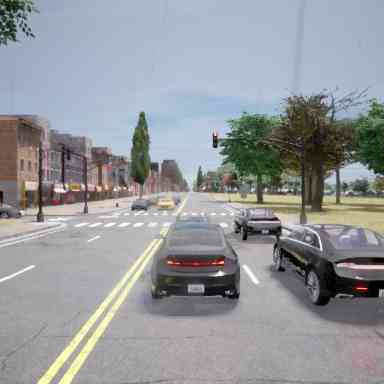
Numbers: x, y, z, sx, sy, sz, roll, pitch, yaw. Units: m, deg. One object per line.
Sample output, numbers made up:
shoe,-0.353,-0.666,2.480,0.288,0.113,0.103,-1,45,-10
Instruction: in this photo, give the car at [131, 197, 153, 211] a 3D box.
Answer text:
car,-6.609,1.676,43.124,1.994,1.385,4.181,0,0,0

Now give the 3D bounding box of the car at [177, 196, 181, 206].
car,-3.353,1.591,55.436,1.994,1.385,4.181,0,0,0

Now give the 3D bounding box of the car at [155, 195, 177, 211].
car,-3.357,1.588,43.704,1.882,1.535,5.008,0,0,1

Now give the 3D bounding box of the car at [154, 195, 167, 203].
car,-6.515,1.398,68.930,2.128,1.511,4.902,0,0,0

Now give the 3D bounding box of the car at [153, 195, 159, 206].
car,-6.603,1.582,54.410,2.033,1.411,5.357,0,1,0

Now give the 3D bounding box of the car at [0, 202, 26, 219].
car,-16.755,1.602,28.353,4.902,1.511,2.128,1,0,3

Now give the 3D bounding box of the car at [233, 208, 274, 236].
car,3.294,1.577,17.275,2.128,1.511,4.902,0,0,0

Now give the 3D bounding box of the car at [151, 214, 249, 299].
car,0.080,1.531,8.506,1.837,1.490,4.892,0,0,0

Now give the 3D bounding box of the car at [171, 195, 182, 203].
car,-3.265,1.449,69.361,2.033,1.411,5.357,0,1,0

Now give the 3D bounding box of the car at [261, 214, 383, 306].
car,3.328,1.515,8.065,2.128,1.511,4.902,0,0,0

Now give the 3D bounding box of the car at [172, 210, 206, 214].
car,0.048,1.689,17.811,1.895,1.301,4.718,0,0,0
